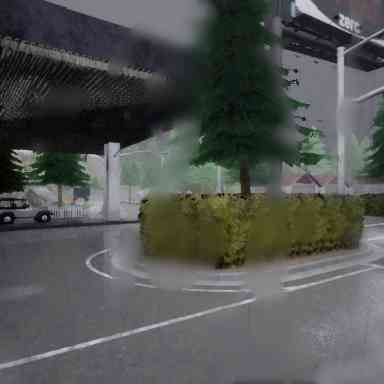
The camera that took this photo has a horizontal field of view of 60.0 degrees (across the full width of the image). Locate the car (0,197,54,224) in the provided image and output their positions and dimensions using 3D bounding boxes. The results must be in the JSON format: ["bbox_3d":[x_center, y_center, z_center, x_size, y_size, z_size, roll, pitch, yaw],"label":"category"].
[{"bbox_3d":[-11.986,1.313,23.463,3.866,1.878,1.905,0,0,-36],"label":"car"}]
